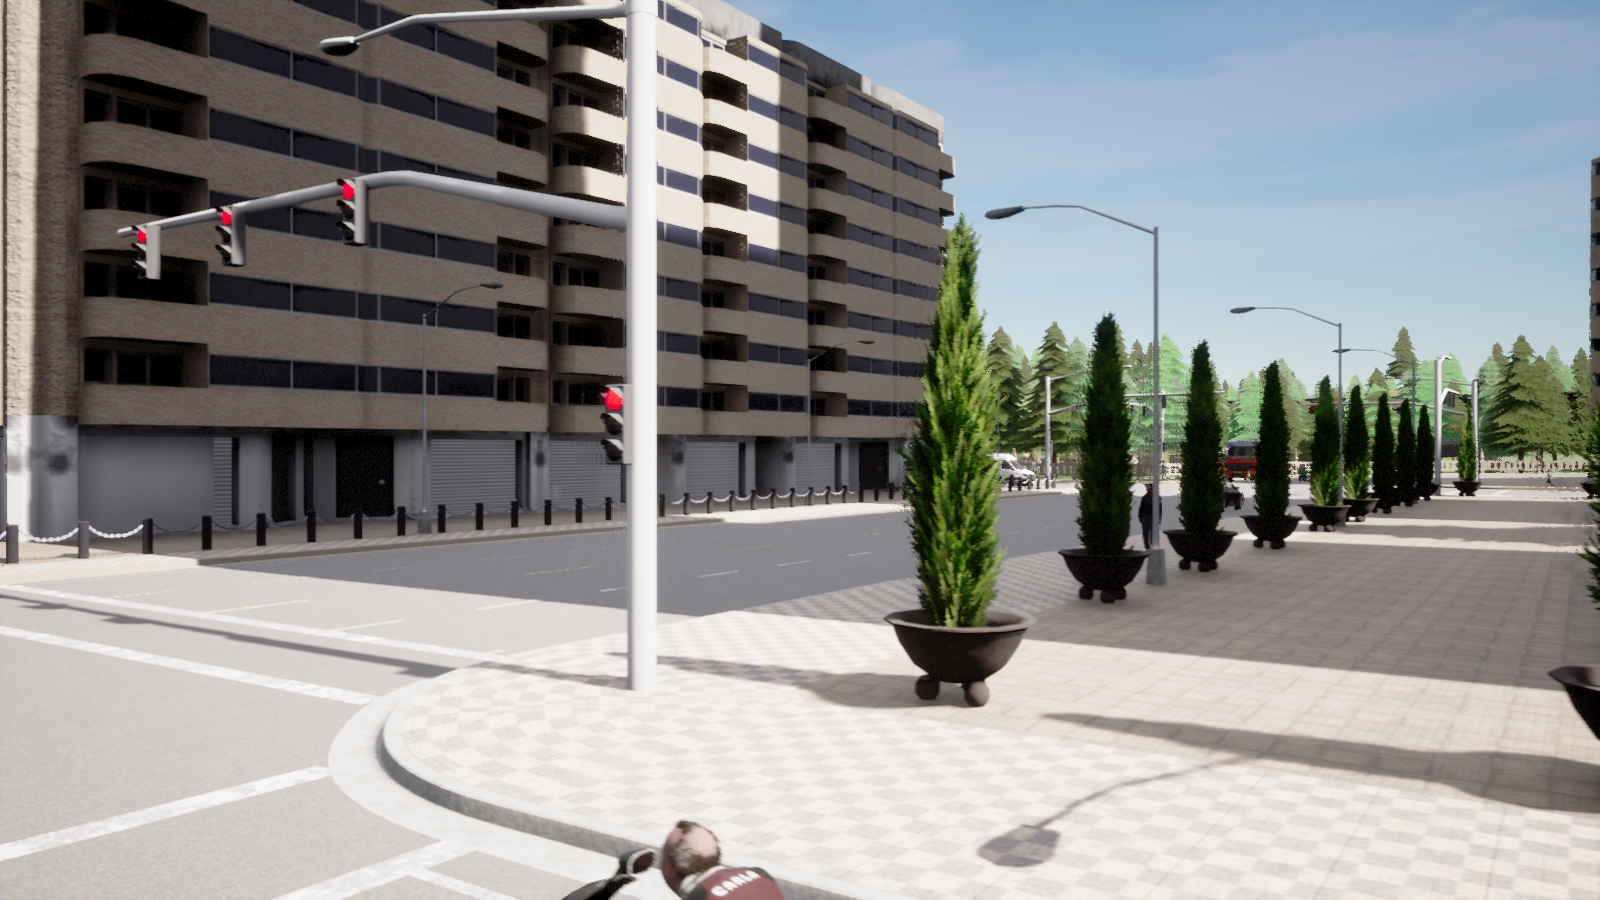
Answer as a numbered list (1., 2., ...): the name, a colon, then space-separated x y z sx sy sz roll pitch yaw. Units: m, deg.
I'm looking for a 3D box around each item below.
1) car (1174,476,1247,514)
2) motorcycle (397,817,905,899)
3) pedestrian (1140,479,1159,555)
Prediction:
1. car: 18.598 1.993 51.628 2.007 1.525 4.514 0 0 35
2. motorcycle: -0.331 2.207 3.961 2.209 1.251 0.867 0 0 34
3. pedestrian: 8.676 1.648 28.338 0.375 1.860 0.375 0 0 31
